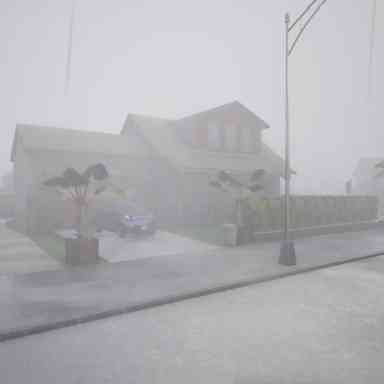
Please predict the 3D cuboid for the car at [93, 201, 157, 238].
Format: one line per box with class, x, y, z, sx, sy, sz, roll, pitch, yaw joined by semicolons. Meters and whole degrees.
car;-3.094;1.174;15.242;1.845;1.501;3.633;0;0;-38
